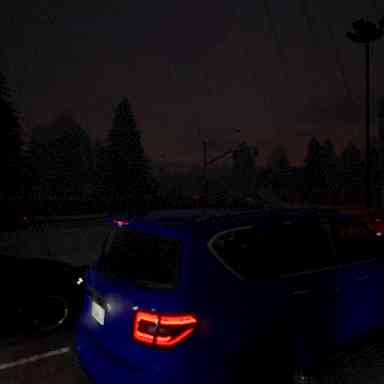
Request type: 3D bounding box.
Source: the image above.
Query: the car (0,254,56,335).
[{"bbox_3d":[-3.812,1.564,5.318,4.181,1.385,1.994,0,0,-36],"label":"car"}]

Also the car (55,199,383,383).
[{"bbox_3d":[1.312,1.208,4.663,5.566,2.045,2.150,0,0,-35],"label":"car"}]

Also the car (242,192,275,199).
[{"bbox_3d":[9.179,1.008,46.620,2.150,2.045,5.566,0,0,-36],"label":"car"}]

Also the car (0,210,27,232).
[{"bbox_3d":[-11.050,1.565,17.600,4.181,1.385,1.994,0,0,-35],"label":"car"}]

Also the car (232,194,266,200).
[{"bbox_3d":[7.004,1.335,43.542,1.812,1.442,4.674,0,0,-35],"label":"car"}]

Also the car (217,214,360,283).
[{"bbox_3d":[3.034,1.521,10.178,4.181,1.385,1.994,0,0,-34],"label":"car"}]
